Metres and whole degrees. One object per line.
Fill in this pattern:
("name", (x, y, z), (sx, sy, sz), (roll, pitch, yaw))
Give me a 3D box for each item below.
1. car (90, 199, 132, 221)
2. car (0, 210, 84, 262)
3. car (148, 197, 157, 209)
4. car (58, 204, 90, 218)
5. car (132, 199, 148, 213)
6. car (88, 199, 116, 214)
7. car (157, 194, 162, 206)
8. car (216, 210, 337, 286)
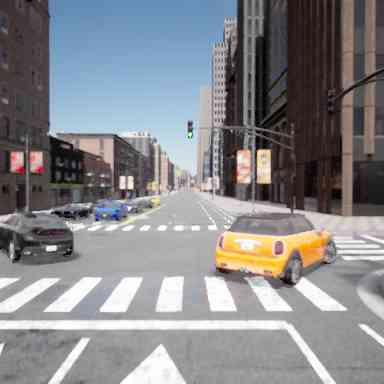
("car", (-6.604, 1.523, 27.624), (1.882, 1.535, 5.008), (0, 0, 0))
("car", (-5.952, 1.522, 12.313), (1.837, 1.490, 4.892), (4, -2, -39))
("car", (-6.595, 1.643, 47.181), (1.994, 1.385, 4.181), (0, 0, 0))
("car", (-9.857, 1.646, 27.526), (1.895, 1.301, 4.718), (0, 0, 0))
("car", (-6.598, 1.554, 37.117), (2.128, 1.511, 4.902), (0, 0, 0))
("car", (-9.853, 1.567, 36.838), (1.837, 1.490, 4.892), (0, 0, 0))
("car", (-6.542, 1.570, 57.618), (1.882, 1.535, 5.008), (0, 0, 1))
("car", (2.640, 1.371, 9.851), (2.097, 1.767, 4.553), (1, 0, 37))
